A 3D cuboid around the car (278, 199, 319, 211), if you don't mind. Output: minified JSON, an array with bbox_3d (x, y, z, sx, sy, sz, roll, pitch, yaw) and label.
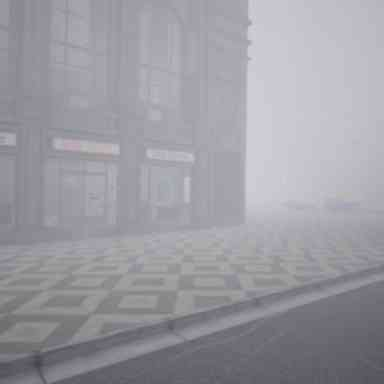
[{"bbox_3d":[13.500,1.679,41.476,1.887,1.381,4.507,1,-1,-36],"label":"car"}]

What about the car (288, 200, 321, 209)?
[{"bbox_3d":[17.231,1.879,50.938,1.887,1.381,4.507,1,-1,-36],"label":"car"}]

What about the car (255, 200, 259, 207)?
[{"bbox_3d":[10.681,1.903,60.048,1.752,1.417,4.829,1,-1,-36],"label":"car"}]

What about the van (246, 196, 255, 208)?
[{"bbox_3d":[7.055,1.518,50.452,1.690,1.788,3.998,1,-1,-36],"label":"van"}]

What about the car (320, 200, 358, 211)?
[{"bbox_3d":[20.456,1.858,46.452,1.887,1.381,4.507,1,-1,-36],"label":"car"}]

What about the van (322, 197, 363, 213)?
[{"bbox_3d":[16.726,1.455,36.991,1.690,1.788,3.998,1,-1,-36],"label":"van"}]

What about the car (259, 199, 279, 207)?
[{"bbox_3d":[14.005,1.900,55.424,1.887,1.381,4.507,1,-1,-36],"label":"car"}]
